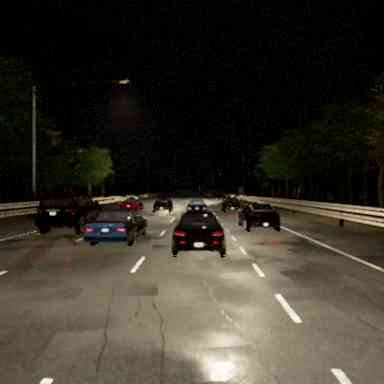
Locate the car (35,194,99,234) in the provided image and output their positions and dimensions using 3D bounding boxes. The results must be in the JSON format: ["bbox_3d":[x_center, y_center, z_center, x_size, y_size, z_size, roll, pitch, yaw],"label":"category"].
[{"bbox_3d":[-6.675,1.126,18.699,2.150,2.045,5.566,0,0,1],"label":"car"}]

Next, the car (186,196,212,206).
[{"bbox_3d":[0.459,1.399,29.814,2.033,1.411,5.357,0,0,1],"label":"car"}]

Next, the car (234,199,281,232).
[{"bbox_3d":[3.836,1.406,19.542,1.837,1.490,4.892,0,0,1],"label":"car"}]

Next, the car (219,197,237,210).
[{"bbox_3d":[4.028,1.331,35.317,1.837,1.490,4.892,0,0,1],"label":"car"}]

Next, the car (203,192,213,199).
[{"bbox_3d":[4.607,1.133,91.171,1.882,1.535,5.008,0,0,1],"label":"car"}]

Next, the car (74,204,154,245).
[{"bbox_3d":[-3.221,1.470,14.967,2.033,1.411,5.357,0,0,1],"label":"car"}]

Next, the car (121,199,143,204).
[{"bbox_3d":[-6.467,1.386,35.935,1.994,1.385,4.181,0,0,1],"label":"car"}]

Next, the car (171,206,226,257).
[{"bbox_3d":[0.245,1.461,12.591,1.812,1.442,4.674,0,0,1],"label":"car"}]

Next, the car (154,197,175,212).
[{"bbox_3d":[-2.973,1.331,35.292,1.837,1.490,4.892,0,0,1],"label":"car"}]
